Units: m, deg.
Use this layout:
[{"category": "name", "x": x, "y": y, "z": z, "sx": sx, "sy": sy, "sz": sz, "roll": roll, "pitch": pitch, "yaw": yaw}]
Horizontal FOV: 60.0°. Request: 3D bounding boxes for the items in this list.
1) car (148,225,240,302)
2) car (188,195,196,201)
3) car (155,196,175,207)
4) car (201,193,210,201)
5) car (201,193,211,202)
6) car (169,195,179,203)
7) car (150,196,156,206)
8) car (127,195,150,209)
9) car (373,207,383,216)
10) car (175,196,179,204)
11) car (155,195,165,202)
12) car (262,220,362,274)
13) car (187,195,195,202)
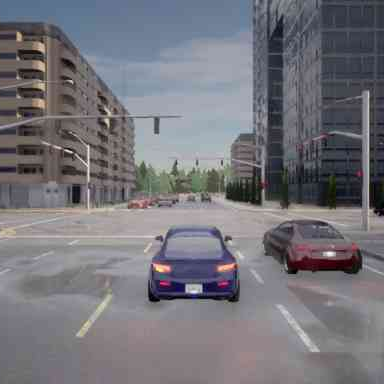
[{"category": "car", "x": 0.045, "y": 1.528, "z": 8.134, "sx": 1.812, "sy": 1.442, "sz": 4.674, "roll": 0, "pitch": 0, "yaw": 0}, {"category": "car", "x": -0.062, "y": 1.554, "z": 87.836, "sx": 2.128, "sy": 1.511, "sz": 4.902, "roll": 0, "pitch": 0, "yaw": 1}, {"category": "car", "x": -4.002, "y": 1.617, "z": 50.053, "sx": 1.895, "sy": 1.301, "sz": 4.718, "roll": 0, "pitch": 0, "yaw": 0}, {"category": "car", "x": 3.439, "y": 1.254, "z": 87.864, "sx": 2.150, "sy": 2.045, "sz": 5.566, "roll": 0, "pitch": 0, "yaw": 1}, {"category": "car", "x": 3.332, "y": 1.380, "z": 77.701, "sx": 2.097, "sy": 1.767, "sz": 4.553, "roll": 0, "pitch": 0, "yaw": 1}, {"category": "car", "x": -3.745, "y": 1.501, "z": 70.456, "sx": 1.882, "sy": 1.535, "sz": 5.008, "roll": 0, "pitch": 0, "yaw": 1}, {"category": "car", "x": -7.484, "y": 1.370, "z": 54.261, "sx": 2.097, "sy": 1.767, "sz": 4.553, "roll": 0, "pitch": 0, "yaw": 0}, {"category": "car", "x": -7.479, "y": 1.367, "z": 45.652, "sx": 2.097, "sy": 1.767, "sz": 4.553, "roll": 0, "pitch": 0, "yaw": 0}, {"category": "car", "x": 19.451, "y": 1.666, "z": 30.744, "sx": 4.718, "sy": 1.301, "sz": 1.895, "roll": 0, "pitch": 0, "yaw": 0}, {"category": "car", "x": -3.924, "y": 1.620, "z": 60.105, "sx": 1.895, "sy": 1.301, "sz": 4.718, "roll": 0, "pitch": 0, "yaw": 1}, {"category": "car", "x": -7.197, "y": 1.494, "z": 74.983, "sx": 1.882, "sy": 1.535, "sz": 5.008, "roll": 0, "pitch": 0, "yaw": 1}, {"category": "car", "x": 3.553, "y": 1.567, "z": 10.558, "sx": 1.994, "sy": 1.385, "sz": 4.181, "roll": 0, "pitch": 0, "yaw": 0}, {"category": "car", "x": -0.169, "y": 1.565, "z": 77.492, "sx": 2.033, "sy": 1.411, "sz": 5.357, "roll": 0, "pitch": 0, "yaw": 1}]
